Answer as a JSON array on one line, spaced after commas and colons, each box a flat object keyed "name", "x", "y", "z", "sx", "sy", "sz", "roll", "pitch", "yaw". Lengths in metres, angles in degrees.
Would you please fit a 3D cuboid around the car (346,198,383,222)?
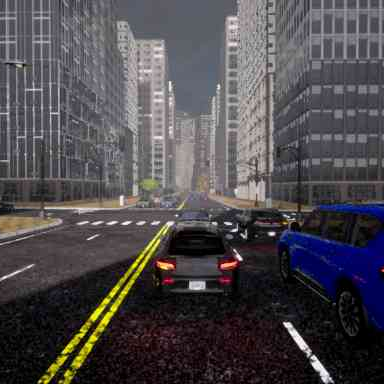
[{"name": "car", "x": 16.176, "y": 1.518, "z": 28.434, "sx": 5.009, "sy": 1.841, "sz": 2.192, "roll": 1, "pitch": 0, "yaw": 1}]

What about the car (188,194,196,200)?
[{"name": "car", "x": -0.080, "y": 1.279, "z": 89.627, "sx": 2.033, "sy": 1.411, "sz": 5.357, "roll": 0, "pitch": 0, "yaw": 0}]

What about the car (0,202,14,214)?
[{"name": "car", "x": -19.551, "y": 1.319, "z": 31.578, "sx": 5.008, "sy": 1.535, "sz": 1.882, "roll": 1, "pitch": 1, "yaw": 1}]

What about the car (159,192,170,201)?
[{"name": "car", "x": -6.571, "y": 1.146, "z": 79.437, "sx": 2.150, "sy": 2.045, "sz": 5.566, "roll": 0, "pitch": 0, "yaw": 0}]

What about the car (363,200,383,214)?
[{"name": "car", "x": 21.777, "y": 1.642, "z": 36.726, "sx": 4.829, "sy": 1.417, "sz": 1.752, "roll": 1, "pitch": 0, "yaw": 1}]

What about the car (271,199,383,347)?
[{"name": "car", "x": 3.348, "y": 1.218, "z": 6.453, "sx": 2.150, "sy": 2.045, "sz": 5.566, "roll": 0, "pitch": 0, "yaw": 0}]

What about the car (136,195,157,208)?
[{"name": "car", "x": -6.669, "y": 1.316, "z": 47.873, "sx": 2.097, "sy": 1.767, "sz": 4.553, "roll": 0, "pitch": 0, "yaw": 1}]

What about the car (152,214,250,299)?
[{"name": "car", "x": 0.092, "y": 1.521, "z": 8.310, "sx": 1.812, "sy": 1.442, "sz": 4.674, "roll": 0, "pitch": 0, "yaw": 0}]

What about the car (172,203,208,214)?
[{"name": "car", "x": 0.086, "y": 1.537, "z": 17.584, "sx": 2.033, "sy": 1.411, "sz": 5.357, "roll": 0, "pitch": 0, "yaw": 0}]

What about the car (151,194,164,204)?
[{"name": "car", "x": -6.605, "y": 1.296, "z": 64.303, "sx": 2.097, "sy": 1.767, "sz": 4.553, "roll": 0, "pitch": 0, "yaw": 0}]

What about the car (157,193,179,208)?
[{"name": "car", "x": -3.388, "y": 1.316, "z": 47.921, "sx": 2.097, "sy": 1.767, "sz": 4.553, "roll": 0, "pitch": 0, "yaw": 0}]

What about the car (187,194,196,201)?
[{"name": "car", "x": -0.071, "y": 1.439, "z": 79.627, "sx": 1.812, "sy": 1.442, "sz": 4.674, "roll": 0, "pitch": 0, "yaw": 0}]

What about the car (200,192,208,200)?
[{"name": "car", "x": 3.170, "y": 0.964, "z": 89.659, "sx": 2.150, "sy": 2.045, "sz": 5.566, "roll": 0, "pitch": 0, "yaw": 0}]

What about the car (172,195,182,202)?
[{"name": "car", "x": -3.317, "y": 1.484, "z": 73.774, "sx": 1.994, "sy": 1.385, "sz": 4.181, "roll": 0, "pitch": 0, "yaw": 0}]

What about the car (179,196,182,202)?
[{"name": "car", "x": -3.379, "y": 1.497, "z": 59.549, "sx": 2.033, "sy": 1.411, "sz": 5.357, "roll": 0, "pitch": 0, "yaw": 0}]

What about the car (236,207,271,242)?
[{"name": "car", "x": 3.336, "y": 1.495, "z": 16.314, "sx": 1.837, "sy": 1.490, "sz": 4.892, "roll": 0, "pitch": 0, "yaw": 0}]

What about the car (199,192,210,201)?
[{"name": "car", "x": 3.179, "y": 1.439, "z": 79.630, "sx": 1.812, "sy": 1.442, "sz": 4.674, "roll": 0, "pitch": 0, "yaw": 0}]

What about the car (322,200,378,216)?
[{"name": "car", "x": 16.195, "y": 1.614, "z": 34.220, "sx": 4.892, "sy": 1.490, "sz": 1.837, "roll": 0, "pitch": 1, "yaw": 0}]
